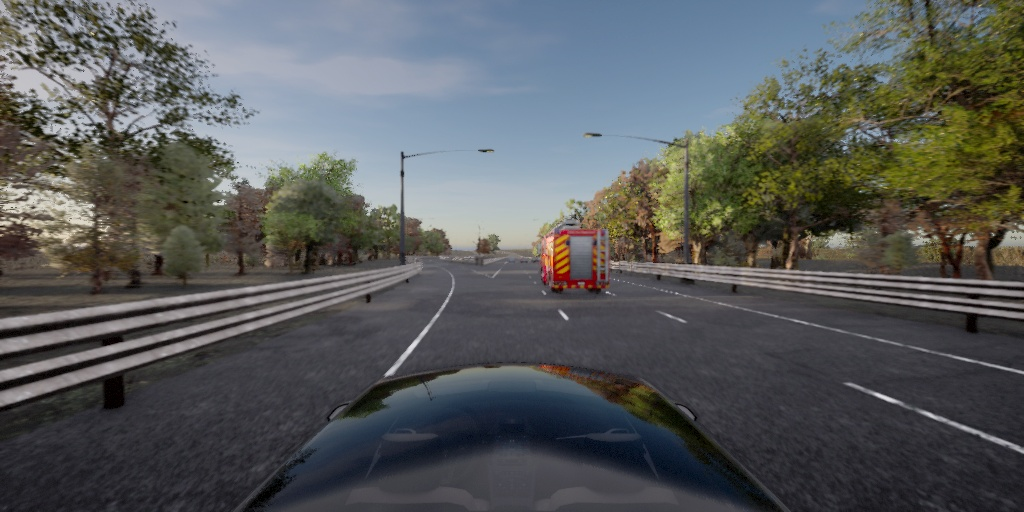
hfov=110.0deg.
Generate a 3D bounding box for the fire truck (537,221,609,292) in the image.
[{"bbox_3d":[3.495,0.099,22.150,2.891,3.827,8.468,0,0,0],"label":"fire truck"}]
